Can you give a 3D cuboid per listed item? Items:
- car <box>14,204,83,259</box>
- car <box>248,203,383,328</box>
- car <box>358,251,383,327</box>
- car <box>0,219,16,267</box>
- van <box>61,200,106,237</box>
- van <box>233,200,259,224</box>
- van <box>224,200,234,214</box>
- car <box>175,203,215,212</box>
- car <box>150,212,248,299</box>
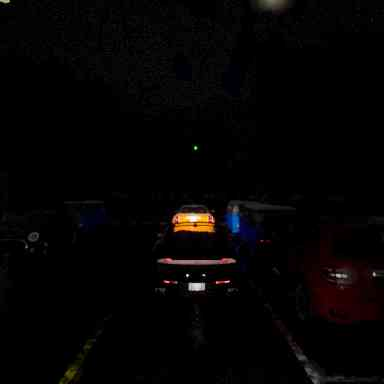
[{"bbox_3d":[-5.787,1.441,12.315,1.967,1.590,4.097,0,0,0],"label":"car"},{"bbox_3d":[2.749,1.315,6.894,2.192,1.841,5.009,0,0,0],"label":"car"},{"bbox_3d":[2.760,1.440,1.456,1.967,1.590,4.097,0,0,0],"label":"car"},{"bbox_3d":[-5.776,1.525,6.708,1.752,1.417,4.829,0,0,0],"label":"car"},{"bbox_3d":[-5.798,1.342,17.753,1.690,1.788,3.998,0,0,0],"label":"van"},{"bbox_3d":[2.738,1.342,12.332,1.690,1.788,3.998,0,0,0],"label":"van"},{"bbox_3d":[2.728,1.342,17.769,1.690,1.788,3.998,0,0,0],"label":"van"},{"bbox_3d":[0.146,1.353,17.837,2.097,1.767,4.553,0,0,2],"label":"car"},{"bbox_3d":[0.086,1.492,8.419,2.128,1.511,4.902,0,0,0],"label":"car"}]
